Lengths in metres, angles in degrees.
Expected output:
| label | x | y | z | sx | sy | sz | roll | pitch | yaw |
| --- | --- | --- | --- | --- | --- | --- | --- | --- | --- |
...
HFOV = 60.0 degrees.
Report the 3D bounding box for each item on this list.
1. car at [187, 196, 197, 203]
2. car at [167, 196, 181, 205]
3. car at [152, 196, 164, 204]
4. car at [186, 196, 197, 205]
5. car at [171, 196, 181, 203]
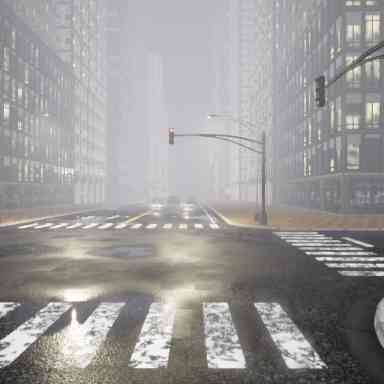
| label | x | y | z | sx | sy | sz | roll | pitch | yaw |
| --- | --- | --- | --- | --- | --- | --- | --- | --- | --- |
| car | -0.054 | 1.541 | 70.510 | 1.994 | 1.385 | 4.181 | 0 | 0 | 0 |
| car | -3.297 | 1.453 | 60.060 | 2.097 | 1.767 | 4.553 | 0 | 0 | 0 |
| car | -6.550 | 1.608 | 64.255 | 2.128 | 1.511 | 4.902 | 0 | 0 | 0 |
| car | -0.047 | 1.703 | 60.537 | 1.895 | 1.301 | 4.718 | 0 | 0 | 0 |
| car | -3.304 | 1.566 | 70.121 | 1.895 | 1.301 | 4.718 | 0 | 0 | 0 |
